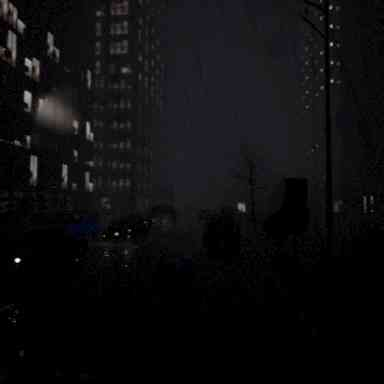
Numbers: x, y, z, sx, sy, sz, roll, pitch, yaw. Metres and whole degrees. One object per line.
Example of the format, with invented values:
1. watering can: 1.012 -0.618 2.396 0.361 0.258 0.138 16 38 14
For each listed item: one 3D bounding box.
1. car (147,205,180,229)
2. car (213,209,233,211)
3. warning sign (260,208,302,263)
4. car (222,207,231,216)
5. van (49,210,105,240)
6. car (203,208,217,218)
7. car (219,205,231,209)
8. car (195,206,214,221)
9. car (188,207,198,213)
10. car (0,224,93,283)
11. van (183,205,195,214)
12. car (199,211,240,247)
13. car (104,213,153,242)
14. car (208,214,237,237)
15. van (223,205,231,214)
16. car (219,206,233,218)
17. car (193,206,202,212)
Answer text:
1. car: -2.858 2.266 31.165 2.150 2.045 5.566 0 -2 7
2. car: 3.477 2.803 35.704 1.802 1.307 4.206 0 -2 6
3. warning sign: 3.190 1.530 12.082 1.300 1.860 1.060 -1 -3 6
4. car: 6.684 3.728 64.124 1.752 1.417 4.829 0 -2 6
5. van: -6.878 1.982 19.737 1.690 1.788 3.998 0 -2 6
6. car: 3.029 3.367 54.921 2.128 1.511 4.902 0 -2 6
7. car: 4.755 2.927 47.013 2.192 1.841 5.009 0 -2 6
8. car: 1.857 2.995 44.535 1.882 1.535 5.008 0 -2 6
9. car: 0.251 4.353 81.863 1.947 1.339 4.313 0 -2 6
10. car: -5.154 1.947 10.912 1.895 1.301 4.718 0 -2 4
11. van: -1.021 3.737 70.570 1.690 1.788 3.998 0 -2 6
12. car: 1.688 2.077 18.748 1.967 1.590 4.097 0 -2 6
13. car: -4.040 2.249 20.739 1.994 1.385 4.181 0 -2 7
14. car: 2.268 2.397 24.399 1.947 1.339 4.313 0 -2 6
15. van: 7.942 3.929 75.261 1.690 1.788 3.998 0 -2 6
16. car: 5.393 3.122 52.662 2.192 1.841 5.009 0 -2 6
17. car: 1.526 4.730 93.163 2.008 1.369 4.403 0 -2 6
